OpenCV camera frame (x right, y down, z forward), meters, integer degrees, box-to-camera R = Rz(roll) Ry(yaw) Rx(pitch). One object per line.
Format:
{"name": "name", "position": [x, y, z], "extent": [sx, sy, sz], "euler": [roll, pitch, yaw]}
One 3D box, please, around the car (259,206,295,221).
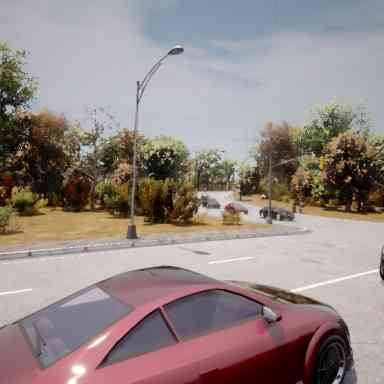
{"name": "car", "position": [9.342, 2.297, 36.721], "extent": [1.837, 1.490, 4.892], "euler": [3, -1, -23]}

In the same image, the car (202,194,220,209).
{"name": "car", "position": [3.174, 1.753, 54.942], "extent": [2.097, 1.767, 4.553], "euler": [3, 1, -14]}

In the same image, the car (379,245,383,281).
{"name": "car", "position": [6.967, 1.486, 8.771], "extent": [4.553, 1.767, 2.097], "euler": [2, -1, -36]}

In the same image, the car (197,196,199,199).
{"name": "car", "position": [0.693, 1.488, 67.361], "extent": [1.895, 1.301, 4.718], "euler": [2, 2, -8]}

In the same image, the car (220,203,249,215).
{"name": "car", "position": [5.996, 2.205, 45.379], "extent": [1.812, 1.442, 4.674], "euler": [3, 0, -19]}

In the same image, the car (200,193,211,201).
{"name": "car", "position": [3.106, 1.124, 78.681], "extent": [2.128, 1.511, 4.902], "euler": [2, 2, -1]}

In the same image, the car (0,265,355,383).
{"name": "car", "position": [-0.051, 1.571, 3.713], "extent": [4.181, 1.385, 1.994], "euler": [0, 0, -36]}
